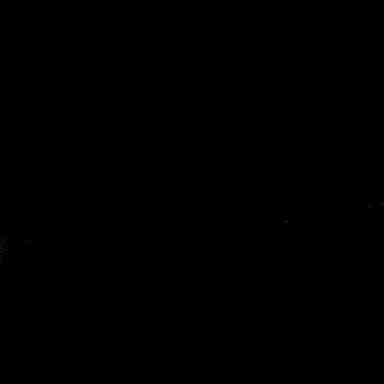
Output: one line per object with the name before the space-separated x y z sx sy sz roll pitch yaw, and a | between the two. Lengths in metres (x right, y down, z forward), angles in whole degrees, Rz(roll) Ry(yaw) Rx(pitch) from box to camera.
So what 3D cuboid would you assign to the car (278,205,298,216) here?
car | 14.389 2.712 49.647 2.128 1.511 4.902 1 -1 35
